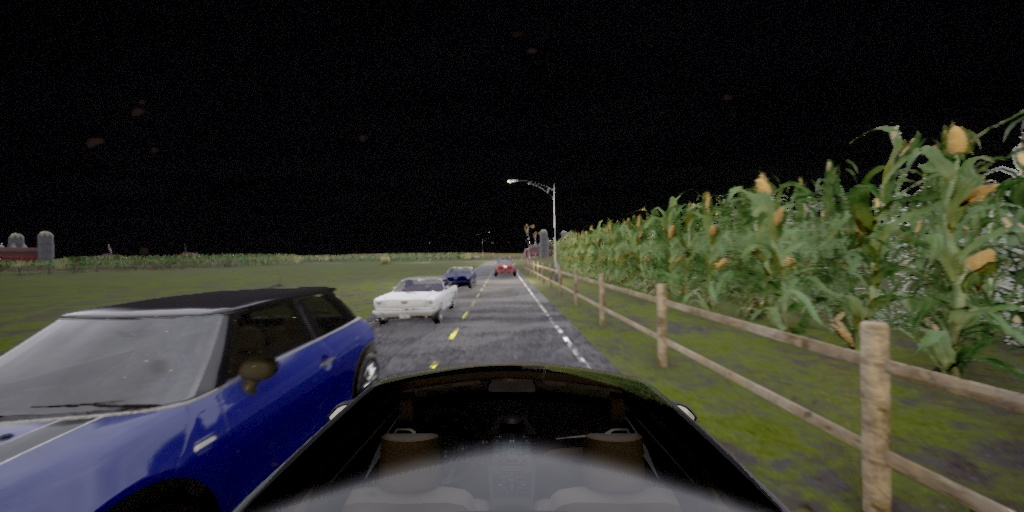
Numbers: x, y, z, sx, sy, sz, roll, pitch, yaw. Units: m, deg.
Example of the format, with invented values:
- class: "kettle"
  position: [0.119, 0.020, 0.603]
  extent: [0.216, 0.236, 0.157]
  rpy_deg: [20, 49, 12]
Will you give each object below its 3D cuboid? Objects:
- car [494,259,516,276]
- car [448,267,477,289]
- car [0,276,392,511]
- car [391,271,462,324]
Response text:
- class: "car"
  position: [-0.676, 1.038, 35.791]
  extent: [2.097, 1.767, 4.553]
  rpy_deg: [-1, 0, -1]
- class: "car"
  position: [-3.302, 1.353, 22.884]
  extent: [1.895, 1.301, 4.718]
  rpy_deg: [-1, 0, -1]
- class: "car"
  position: [-2.830, 1.140, 3.027]
  extent: [2.097, 1.767, 4.553]
  rpy_deg: [-1, 0, -1]
- class: "car"
  position: [-3.047, 1.372, 12.197]
  extent: [1.895, 1.301, 4.718]
  rpy_deg: [-1, 0, -1]
